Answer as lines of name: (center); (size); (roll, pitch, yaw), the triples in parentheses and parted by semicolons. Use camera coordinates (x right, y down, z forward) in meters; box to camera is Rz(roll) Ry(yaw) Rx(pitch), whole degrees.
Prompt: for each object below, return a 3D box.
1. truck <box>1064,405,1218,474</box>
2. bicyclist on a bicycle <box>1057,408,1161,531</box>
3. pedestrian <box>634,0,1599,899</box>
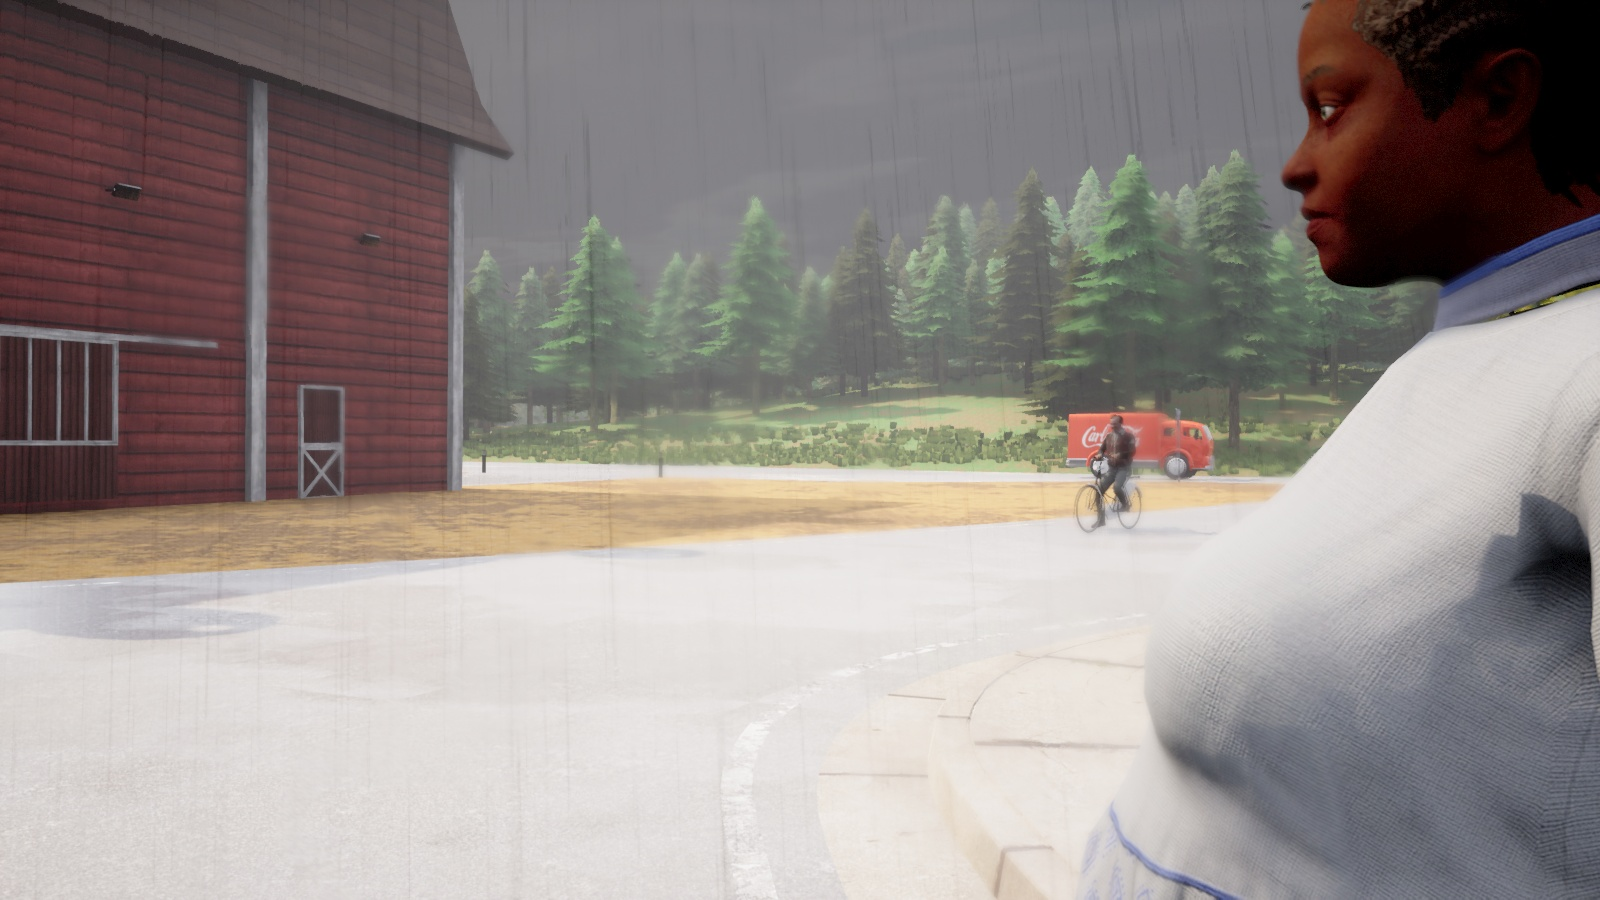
truck: (12.916, -0.380, 47.505); (5.204, 2.467, 2.627); (0, 1, 26)
bicyclist on a bicycle: (4.673, 0.268, 18.923); (1.843, 1.776, 0.659); (-1, 1, -45)
pedestrian: (0.492, 0.512, 0.896); (0.900, 1.855, 0.874); (0, 0, 19)
